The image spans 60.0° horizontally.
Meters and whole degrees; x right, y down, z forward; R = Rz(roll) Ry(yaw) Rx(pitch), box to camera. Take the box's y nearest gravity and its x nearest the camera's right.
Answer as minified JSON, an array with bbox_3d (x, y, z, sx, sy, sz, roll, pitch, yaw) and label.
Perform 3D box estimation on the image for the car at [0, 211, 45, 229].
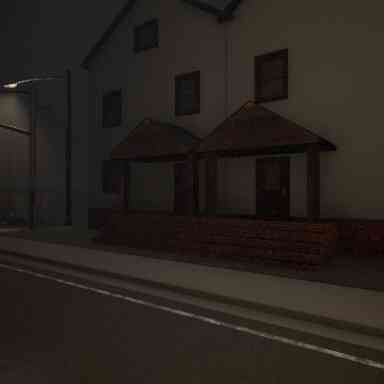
[{"bbox_3d":[-15.586,2.488,29.646,2.128,1.511,4.902,0,-9,36],"label":"car"}]
